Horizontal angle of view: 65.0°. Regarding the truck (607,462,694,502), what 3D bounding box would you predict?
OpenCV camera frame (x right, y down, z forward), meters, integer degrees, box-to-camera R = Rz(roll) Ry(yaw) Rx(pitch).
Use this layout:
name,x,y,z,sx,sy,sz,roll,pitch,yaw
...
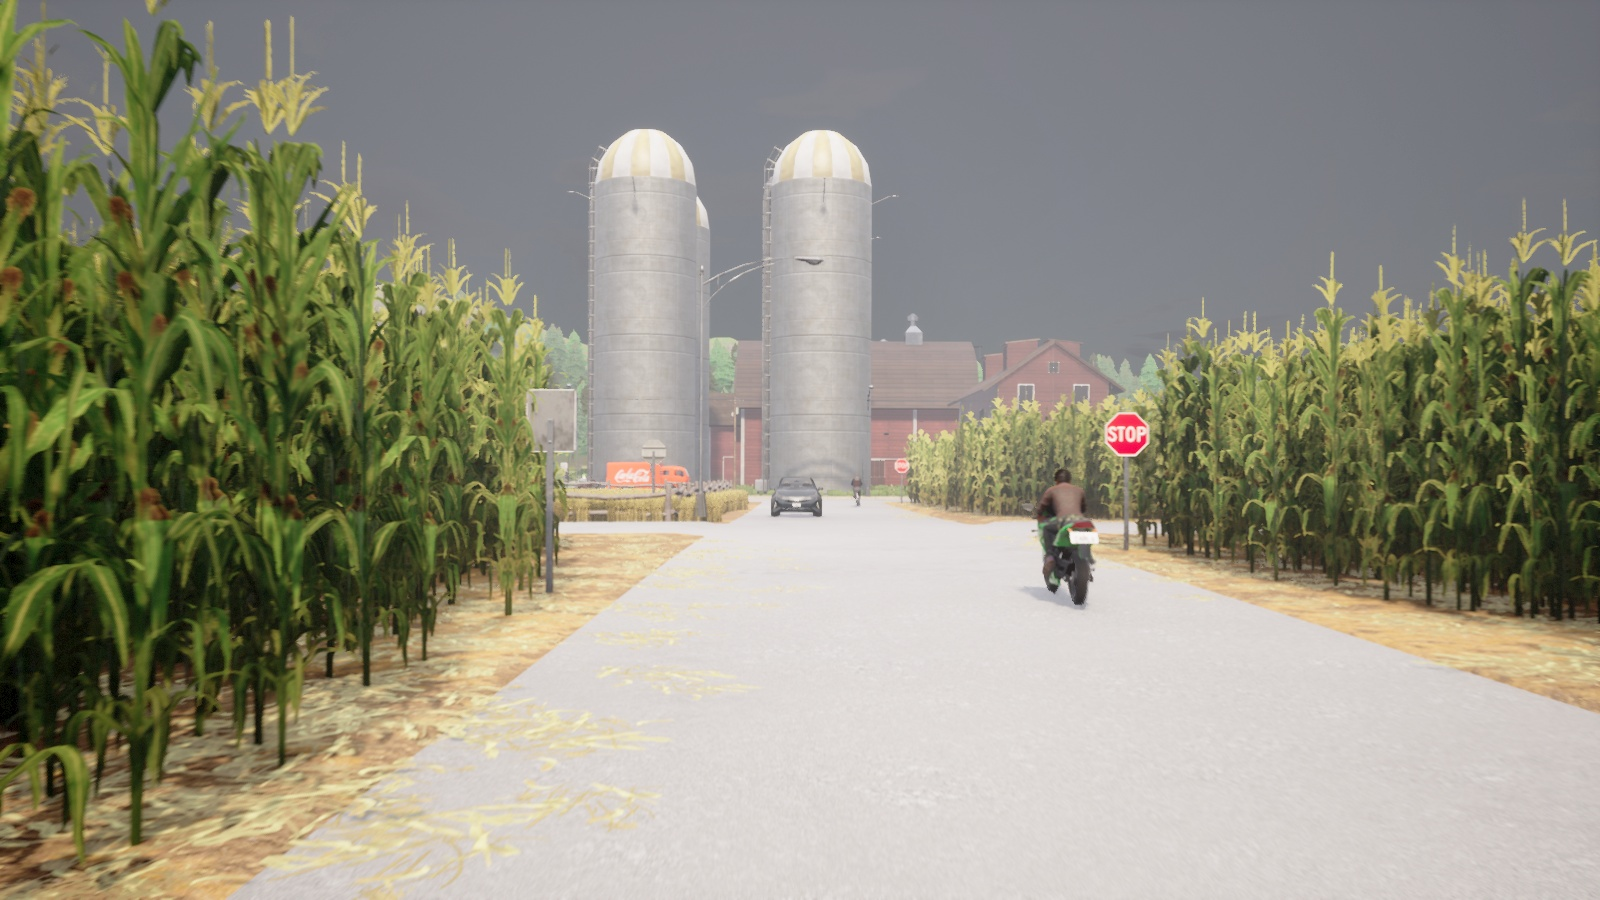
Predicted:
name,x,y,z,sx,sy,sz,roll,pitch,yaw
truck,-9.541,2.055,80.424,5.204,2.467,2.627,-1,-1,0

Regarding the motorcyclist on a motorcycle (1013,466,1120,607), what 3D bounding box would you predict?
name,x,y,z,sx,sy,sz,roll,pitch,yaw
motorcyclist on a motorcycle,3.064,0.950,14.633,0.797,1.523,2.044,0,0,0

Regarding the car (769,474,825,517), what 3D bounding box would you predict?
name,x,y,z,sx,sy,sz,roll,pitch,yaw
car,-0.116,1.709,47.789,2.007,1.525,4.514,0,-2,0
